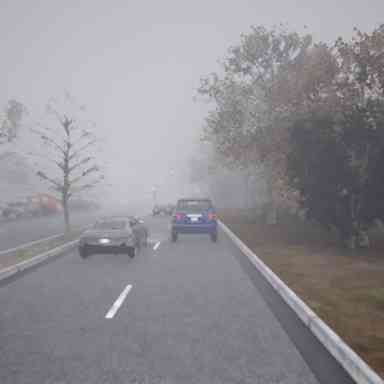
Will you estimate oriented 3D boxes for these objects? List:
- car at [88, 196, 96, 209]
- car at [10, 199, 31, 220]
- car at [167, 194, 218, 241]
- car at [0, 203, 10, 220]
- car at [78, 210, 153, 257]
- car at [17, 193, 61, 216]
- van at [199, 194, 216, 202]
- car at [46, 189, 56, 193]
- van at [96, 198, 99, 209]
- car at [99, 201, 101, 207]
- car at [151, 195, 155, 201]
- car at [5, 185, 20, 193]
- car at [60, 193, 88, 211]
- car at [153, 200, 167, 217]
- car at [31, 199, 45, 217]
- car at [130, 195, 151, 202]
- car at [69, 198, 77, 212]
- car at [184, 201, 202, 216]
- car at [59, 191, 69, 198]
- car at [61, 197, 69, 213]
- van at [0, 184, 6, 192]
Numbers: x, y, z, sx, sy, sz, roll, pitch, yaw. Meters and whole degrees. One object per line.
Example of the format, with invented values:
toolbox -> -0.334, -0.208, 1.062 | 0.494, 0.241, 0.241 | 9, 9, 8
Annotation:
car -> -16.726, 1.551, 46.361 | 5.566, 2.045, 2.435 | -1, -1, -20
car -> -16.809, 1.635, 28.322 | 4.892, 1.521, 2.231 | -1, -1, -20
car -> 0.098, 1.284, 17.229 | 2.150, 2.045, 5.566 | 0, 0, 0
car -> -16.836, 1.483, 25.313 | 4.553, 1.767, 2.185 | -1, -1, -20
car -> -2.901, 1.604, 13.052 | 1.994, 1.385, 4.181 | 0, 0, 0
car -> -16.825, 1.437, 34.312 | 5.566, 2.045, 2.435 | -1, 0, -20
van -> 4.263, 1.694, 92.782 | 4.442, 1.987, 1.878 | 1, 0, -14
car -> -34.177, 0.133, 81.117 | 2.435, 2.045, 5.566 | 6, -3, -19
van -> -16.611, 1.605, 49.397 | 4.442, 1.987, 1.878 | -1, -1, -19
car -> -16.636, 1.735, 52.374 | 4.553, 1.767, 2.185 | -1, 0, -19
car -> -13.820, 1.969, 93.172 | 5.366, 1.575, 1.946 | -1, -1, -15
car -> -43.215, -0.434, 81.170 | 2.231, 1.521, 4.892 | 6, -3, -19
car -> -16.798, 1.523, 43.325 | 5.566, 2.045, 2.435 | -1, 0, -20
car -> -2.905, 1.798, 34.339 | 1.895, 1.301, 4.718 | 0, -1, 0
car -> -16.825, 1.689, 31.306 | 4.792, 1.488, 2.163 | -1, 0, -20
car -> -14.464, 1.989, 90.180 | 4.792, 1.488, 2.163 | -1, 0, -15
car -> -16.777, 1.785, 40.326 | 4.674, 1.452, 2.002 | -1, 0, -20
car -> 0.104, 1.713, 35.520 | 1.837, 1.490, 4.892 | 0, -1, 0
car -> -31.182, 0.695, 81.053 | 2.002, 1.452, 4.674 | 6, -3, -19
car -> -16.966, 1.715, 37.259 | 5.366, 1.575, 1.946 | -1, 0, -20
van -> -46.160, -0.933, 81.113 | 1.878, 1.987, 4.442 | 7, -3, -19
